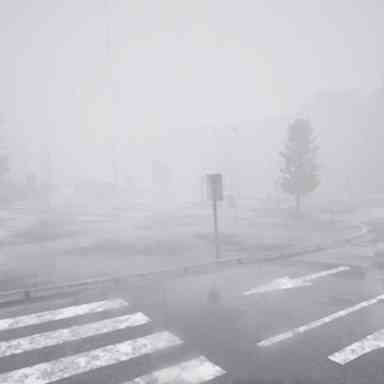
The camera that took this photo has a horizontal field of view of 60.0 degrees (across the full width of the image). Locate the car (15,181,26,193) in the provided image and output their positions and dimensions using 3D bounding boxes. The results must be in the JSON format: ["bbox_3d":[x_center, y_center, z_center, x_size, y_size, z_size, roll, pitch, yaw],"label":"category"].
[{"bbox_3d":[-23.955,-0.717,51.184,2.231,1.521,4.892,1,6,17],"label":"car"}]

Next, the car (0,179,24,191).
[{"bbox_3d":[-31.178,-1.228,56.278,2.185,1.767,4.553,0,6,15],"label":"car"}]

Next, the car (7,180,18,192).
[{"bbox_3d":[-26.351,-0.810,52.918,2.002,1.452,4.674,1,6,16],"label":"car"}]

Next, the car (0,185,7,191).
[{"bbox_3d":[-28.745,-0.981,54.633,2.097,1.535,5.008,1,6,16],"label":"car"}]

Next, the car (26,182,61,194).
[{"bbox_3d":[-21.597,-0.548,49.391,2.163,1.488,4.792,1,6,17],"label":"car"}]
